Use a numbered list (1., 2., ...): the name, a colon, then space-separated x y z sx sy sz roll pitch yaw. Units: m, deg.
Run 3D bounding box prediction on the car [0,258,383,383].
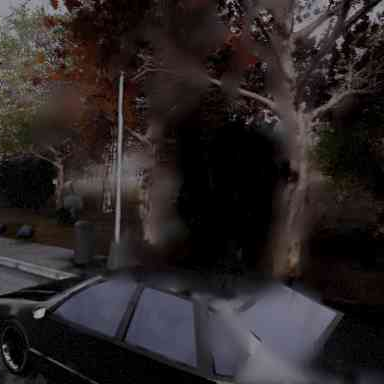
1. car: -0.285 1.531 3.766 5.357 1.411 2.033 0 0 36
